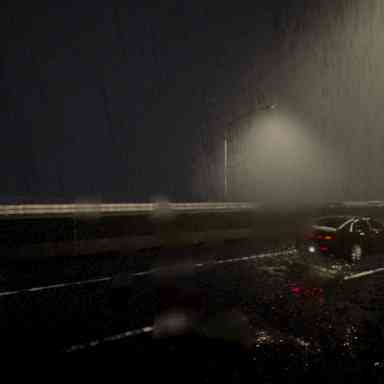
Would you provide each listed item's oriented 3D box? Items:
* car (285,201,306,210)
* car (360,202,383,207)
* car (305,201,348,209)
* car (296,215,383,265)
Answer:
[{"bbox_3d":[12.792,1.798,38.504,4.892,1.490,1.837,0,0,-34],"label":"car"},{"bbox_3d":[18.600,1.805,33.993,4.902,1.511,2.128,1,0,-34],"label":"car"},{"bbox_3d":[14.716,1.796,35.580,4.892,1.490,1.837,0,0,-34],"label":"car"},{"bbox_3d":[5.876,1.608,12.187,4.892,1.490,1.837,0,0,-35],"label":"car"}]
